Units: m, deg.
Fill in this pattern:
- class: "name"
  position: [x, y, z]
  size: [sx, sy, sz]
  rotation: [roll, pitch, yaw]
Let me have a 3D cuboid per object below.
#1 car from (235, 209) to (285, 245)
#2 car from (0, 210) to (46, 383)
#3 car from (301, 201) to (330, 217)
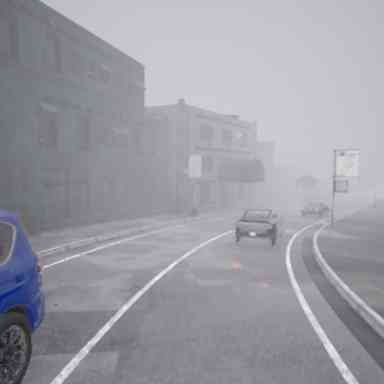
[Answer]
- class: "car"
  position: [3.414, 1.574, 16.410]
  size: [2.128, 1.511, 4.902]
  rotation: [2, 1, 20]
- class: "car"
  position: [-3.116, 1.203, 2.147]
  size: [2.150, 2.045, 5.566]
  rotation: [0, 0, 4]
- class: "car"
  position: [12.463, 1.670, 33.424]
  size: [2.033, 1.411, 5.357]
  rotation: [3, 2, 33]
